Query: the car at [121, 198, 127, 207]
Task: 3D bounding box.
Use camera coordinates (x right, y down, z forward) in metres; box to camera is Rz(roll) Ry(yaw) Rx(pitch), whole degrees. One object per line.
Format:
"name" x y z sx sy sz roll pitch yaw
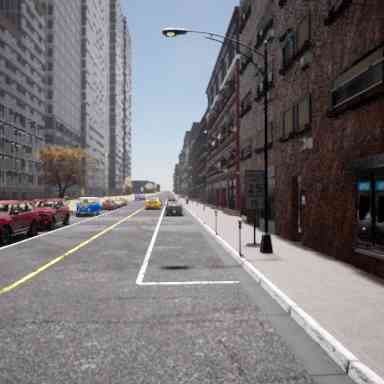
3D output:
"car" -11.302 1.598 49.438 1.752 1.417 4.829 0 0 -4

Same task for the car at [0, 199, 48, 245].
"car" -9.034 1.348 15.805 2.192 1.841 5.009 0 0 -4

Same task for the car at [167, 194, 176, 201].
"car" -5.229 1.392 83.994 2.192 1.841 5.009 1 0 -4

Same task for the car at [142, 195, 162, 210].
"car" -5.236 1.543 45.161 1.882 1.535 5.008 0 0 -3

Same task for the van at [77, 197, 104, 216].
"van" -10.173 1.399 32.706 1.690 1.788 3.998 0 0 -4

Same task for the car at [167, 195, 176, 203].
"car" -4.471 1.516 72.728 1.967 1.590 4.097 1 0 -4

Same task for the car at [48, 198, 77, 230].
"car" -9.414 1.357 21.439 2.192 1.841 5.009 0 0 -4

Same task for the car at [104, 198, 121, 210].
"car" -10.934 1.651 43.974 1.802 1.307 4.206 0 0 -4

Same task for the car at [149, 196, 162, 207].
"car" -5.953 1.550 55.347 1.882 1.535 5.008 0 0 -3

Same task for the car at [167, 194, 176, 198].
"car" -4.091 1.515 67.095 1.967 1.590 4.097 0 0 -4

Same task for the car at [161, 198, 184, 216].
"car" -1.815 1.603 33.289 2.008 1.369 4.403 0 0 -4

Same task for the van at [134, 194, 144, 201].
"van" -13.589 1.424 83.409 1.690 1.788 3.998 1 0 -4
